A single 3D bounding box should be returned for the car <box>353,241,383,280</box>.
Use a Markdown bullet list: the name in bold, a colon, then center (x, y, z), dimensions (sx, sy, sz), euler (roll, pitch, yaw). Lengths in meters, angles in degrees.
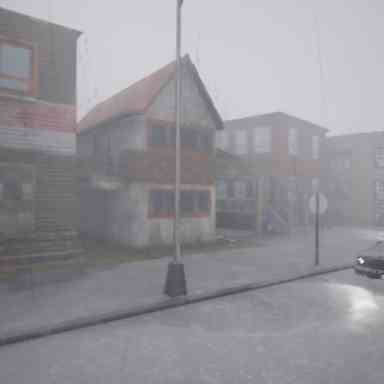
- **car**: center (6.815, 1.699, 9.459), dimensions (5.357, 1.411, 2.033), euler (1, -1, -35)
